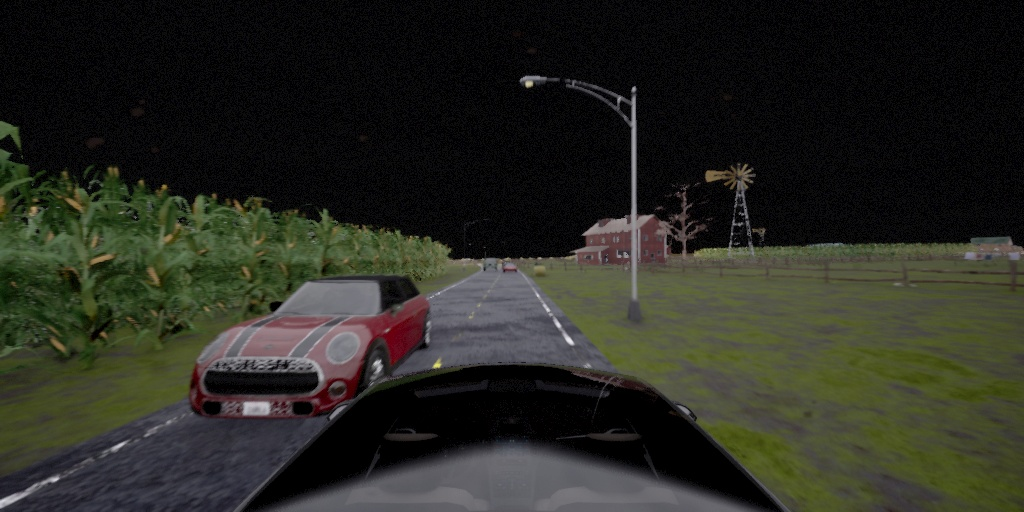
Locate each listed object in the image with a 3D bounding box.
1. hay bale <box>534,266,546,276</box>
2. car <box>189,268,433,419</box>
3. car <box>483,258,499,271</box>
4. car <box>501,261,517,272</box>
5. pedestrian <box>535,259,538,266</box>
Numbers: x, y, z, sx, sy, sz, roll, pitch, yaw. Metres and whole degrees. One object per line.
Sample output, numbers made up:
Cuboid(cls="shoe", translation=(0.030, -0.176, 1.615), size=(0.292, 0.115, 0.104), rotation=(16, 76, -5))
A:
Cuboid(cls="hay bale", translation=(3.078, 1.616, 40.010), size=(1.220, 1.180, 1.240), rotation=(0, 0, -1))
Cuboid(cls="car", translation=(-2.840, 1.124, 6.243), size=(2.097, 1.767, 4.553), rotation=(0, 0, 0))
Cuboid(cls="car", translation=(-3.278, 1.280, 55.135), size=(2.150, 2.045, 5.566), rotation=(0, 0, -2))
Cuboid(cls="car", translation=(-0.300, 1.596, 51.251), size=(1.994, 1.385, 4.181), rotation=(0, 0, -1))
Cuboid(cls="pedestrian", translation=(2.767, 1.242, 40.835), size=(0.375, 1.860, 0.375), rotation=(0, -1, -2))
